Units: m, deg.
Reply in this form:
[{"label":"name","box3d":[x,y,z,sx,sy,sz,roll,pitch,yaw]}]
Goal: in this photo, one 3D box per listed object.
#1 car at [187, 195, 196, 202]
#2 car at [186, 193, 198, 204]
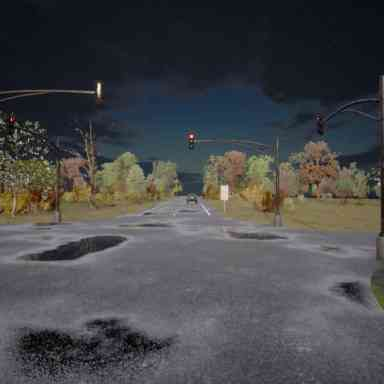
[{"label":"car","box3d":[-0.014,1.465,77.993,2.033,1.411,5.357,0,0,0]},{"label":"car","box3d":[-0.012,1.292,67.602,2.150,2.045,5.566,0,0,0]}]
